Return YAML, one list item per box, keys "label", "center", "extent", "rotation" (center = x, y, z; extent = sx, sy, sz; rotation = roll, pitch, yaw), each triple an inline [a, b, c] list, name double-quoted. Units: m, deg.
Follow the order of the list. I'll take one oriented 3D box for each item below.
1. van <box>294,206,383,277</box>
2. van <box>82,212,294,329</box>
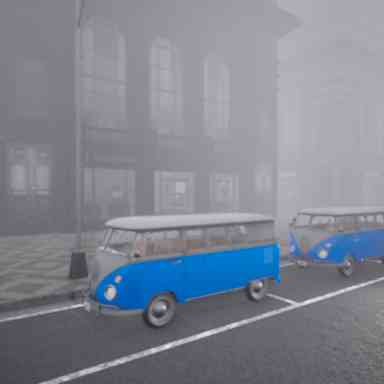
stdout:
- label: "van"
  center: [4.592, 1.339, 9.923]
  extent: [3.998, 1.788, 1.690]
  rotation: [0, 0, -35]
- label: "van"
  center: [0.003, 1.340, 6.651]
  extent: [3.998, 1.788, 1.690]
  rotation: [0, 0, -35]
